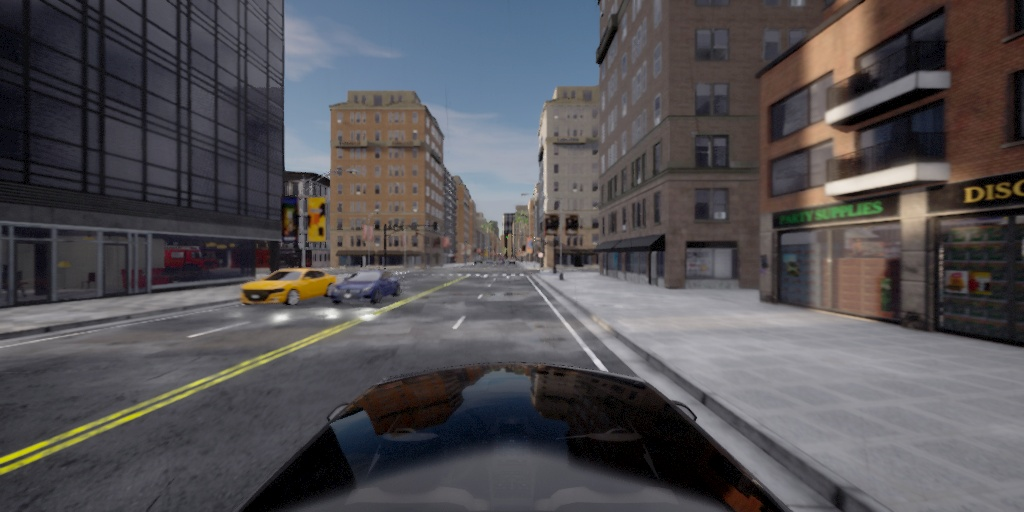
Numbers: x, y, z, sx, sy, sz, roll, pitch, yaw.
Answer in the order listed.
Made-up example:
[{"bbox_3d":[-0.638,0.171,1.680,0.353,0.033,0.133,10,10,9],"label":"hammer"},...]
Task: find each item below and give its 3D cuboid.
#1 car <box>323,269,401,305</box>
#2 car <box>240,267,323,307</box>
[{"bbox_3d":[-6.594,1.354,16.725,1.812,1.442,4.674,0,0,0],"label":"car"},{"bbox_3d":[-9.844,1.304,16.261,1.882,1.535,5.008,0,0,0],"label":"car"}]
